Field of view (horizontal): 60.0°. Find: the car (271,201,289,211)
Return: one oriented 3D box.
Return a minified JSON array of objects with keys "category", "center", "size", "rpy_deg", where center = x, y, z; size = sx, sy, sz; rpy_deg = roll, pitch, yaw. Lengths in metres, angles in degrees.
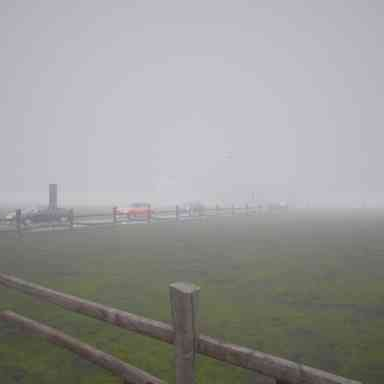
[{"category":"car","center":[15.557,2.407,59.338],"size":[2.097,1.767,4.553],"rpy_deg":[-1,-1,37]}]

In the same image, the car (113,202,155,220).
[{"category":"car","center":[-5.911,1.836,34.085],"size":[2.097,1.767,4.553],"rpy_deg":[-1,-1,35]}]

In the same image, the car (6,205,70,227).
[{"category":"car","center":[-11.727,1.795,25.885],"size":[2.128,1.511,4.902],"rpy_deg":[-1,-1,36]}]

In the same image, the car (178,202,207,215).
[{"category":"car","center":[-0.041,2.018,42.367],"size":[2.097,1.767,4.553],"rpy_deg":[-1,-1,35]}]
